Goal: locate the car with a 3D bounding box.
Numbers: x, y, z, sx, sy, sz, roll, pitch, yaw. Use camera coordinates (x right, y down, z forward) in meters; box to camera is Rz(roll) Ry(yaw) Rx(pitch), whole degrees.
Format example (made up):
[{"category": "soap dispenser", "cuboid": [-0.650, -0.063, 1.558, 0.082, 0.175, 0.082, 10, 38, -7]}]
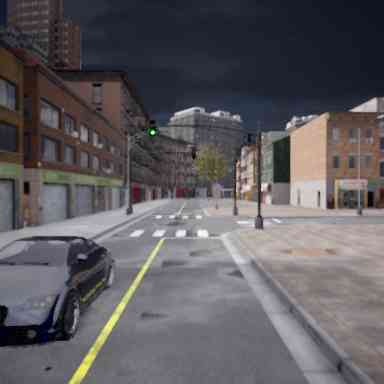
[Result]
[{"category": "car", "cuboid": [-2.825, 1.556, 6.347, 1.994, 1.385, 4.181, 0, 0, 0]}]
